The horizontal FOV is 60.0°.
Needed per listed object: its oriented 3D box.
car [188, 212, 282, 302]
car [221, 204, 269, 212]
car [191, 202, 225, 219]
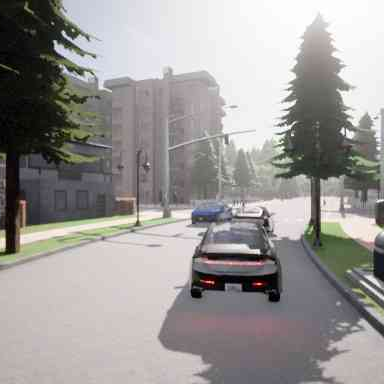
[{"bbox_3d":[1.106,1.489,8.335,2.128,1.511,4.902,0,0,9],"label":"car"},{"bbox_3d":[3.233,1.485,17.443,2.128,1.511,4.902,0,0,18],"label":"car"},{"bbox_3d":[1.515,1.473,23.857,1.882,1.535,5.008,0,0,22],"label":"car"}]
